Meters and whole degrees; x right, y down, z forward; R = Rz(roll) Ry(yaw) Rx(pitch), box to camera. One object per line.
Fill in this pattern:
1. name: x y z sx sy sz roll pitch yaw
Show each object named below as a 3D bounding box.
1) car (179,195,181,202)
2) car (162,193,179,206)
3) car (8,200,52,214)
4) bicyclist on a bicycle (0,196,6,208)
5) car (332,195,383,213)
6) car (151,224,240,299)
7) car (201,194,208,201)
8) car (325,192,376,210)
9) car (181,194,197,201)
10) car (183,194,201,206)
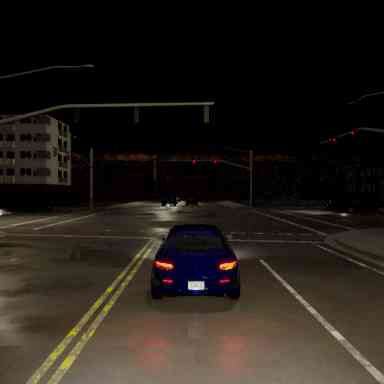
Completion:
1. car: -3.624 1.526 63.622 1.812 1.442 4.674 0 0 1
2. car: -3.636 1.221 53.985 2.150 2.045 5.566 0 0 -1
3. car: -17.180 1.564 35.379 4.181 1.385 1.994 0 0 1
4. bicyclist on a bicycle: -25.479 1.300 44.831 0.582 1.620 1.656 0 0 0
5. car: 17.510 1.342 34.087 5.008 1.535 1.882 -1 0 1
6. car: 0.077 1.526 8.312 1.812 1.442 4.674 0 0 0
7. car: 2.346 1.355 81.796 2.097 1.767 4.553 0 0 27
8. car: 18.095 1.082 37.584 5.566 2.045 2.150 -1 0 0
9. car: -0.816 1.355 83.311 2.097 1.767 4.553 0 0 27
10. car: -0.006 1.491 56.656 2.128 1.511 4.902 0 0 0
